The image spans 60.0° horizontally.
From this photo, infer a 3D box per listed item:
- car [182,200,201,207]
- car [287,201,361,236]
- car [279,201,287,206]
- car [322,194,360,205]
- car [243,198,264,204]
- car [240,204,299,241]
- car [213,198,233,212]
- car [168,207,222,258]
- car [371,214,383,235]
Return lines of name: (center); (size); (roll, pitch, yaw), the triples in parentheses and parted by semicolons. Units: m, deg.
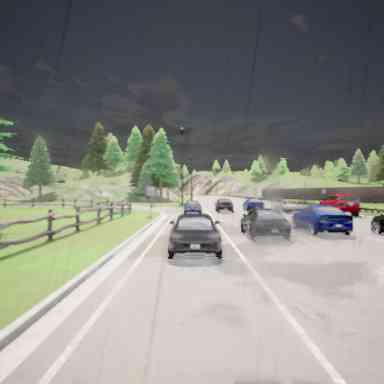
car: (0.012, 1.552, 34.483); (2.033, 1.411, 5.357); (0, 0, -1)
car: (7.101, 1.480, 18.568); (1.882, 1.535, 5.008); (0, 0, 0)
car: (10.600, 1.606, 36.620); (1.895, 1.301, 4.718); (0, 0, 0)
car: (14.100, 1.226, 32.167); (2.150, 2.045, 5.566); (0, 0, 0)
car: (7.101, 1.483, 38.692); (1.882, 1.535, 5.008); (0, 0, 0)
car: (3.598, 1.528, 16.711); (1.812, 1.442, 4.674); (0, 0, 0)
car: (3.600, 1.510, 37.947); (1.837, 1.490, 4.892); (0, 0, 0)
car: (0.100, 1.528, 12.631); (1.812, 1.442, 4.674); (0, 0, 0)
car: (10.601, 1.494, 16.046); (2.128, 1.511, 4.902); (0, 0, 0)
